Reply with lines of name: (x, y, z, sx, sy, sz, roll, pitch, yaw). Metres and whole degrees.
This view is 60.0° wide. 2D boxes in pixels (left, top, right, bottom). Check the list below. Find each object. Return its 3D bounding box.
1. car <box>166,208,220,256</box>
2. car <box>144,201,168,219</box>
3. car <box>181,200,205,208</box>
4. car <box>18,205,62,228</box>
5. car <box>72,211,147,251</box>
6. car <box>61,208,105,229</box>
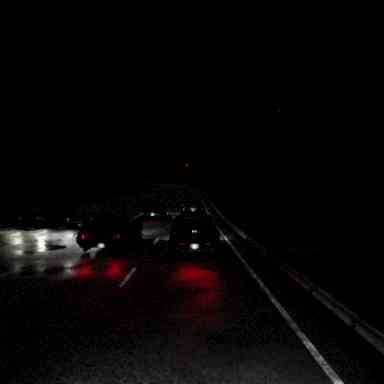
car: (0.093, 1.626, 13.758, 1.837, 1.490, 4.892, 0, -1, 0)
car: (-3.406, 1.635, 31.275, 1.837, 1.490, 4.892, 0, 1, 0)
car: (0.093, 1.505, 30.243, 2.097, 1.767, 4.553, 0, 1, 0)
car: (-10.602, 1.683, 23.968, 1.882, 1.535, 5.008, 0, 0, 0)
car: (-3.405, 1.731, 14.705, 1.895, 1.301, 4.718, 0, -1, 0)
car: (-7.102, 1.804, 23.221, 1.895, 1.301, 4.718, 0, 0, 0)
